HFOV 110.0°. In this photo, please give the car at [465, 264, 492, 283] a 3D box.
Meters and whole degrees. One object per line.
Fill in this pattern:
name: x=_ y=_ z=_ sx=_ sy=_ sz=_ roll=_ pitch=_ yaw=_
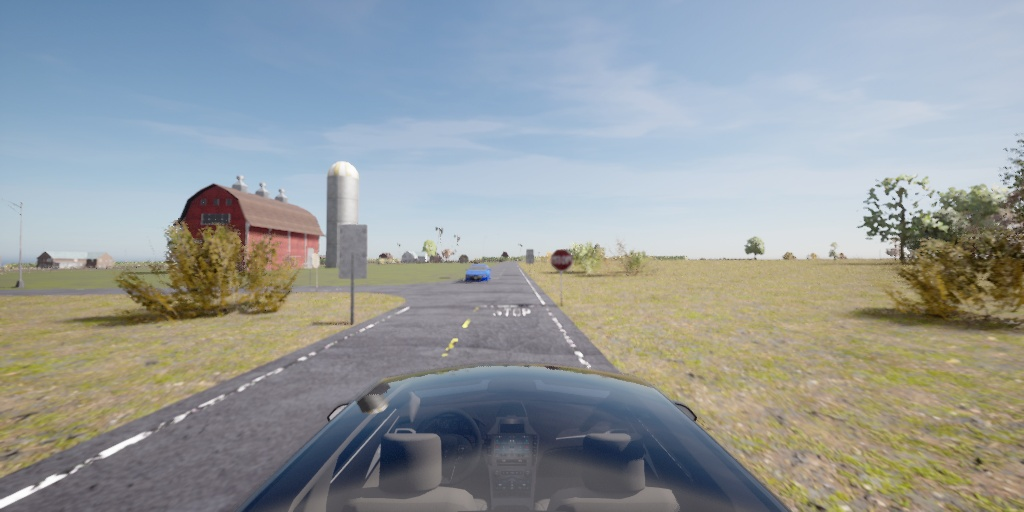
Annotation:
car: x=-2.739 y=1.434 z=29.720 sx=1.882 sy=1.535 sz=5.008 roll=0 pitch=0 yaw=0
